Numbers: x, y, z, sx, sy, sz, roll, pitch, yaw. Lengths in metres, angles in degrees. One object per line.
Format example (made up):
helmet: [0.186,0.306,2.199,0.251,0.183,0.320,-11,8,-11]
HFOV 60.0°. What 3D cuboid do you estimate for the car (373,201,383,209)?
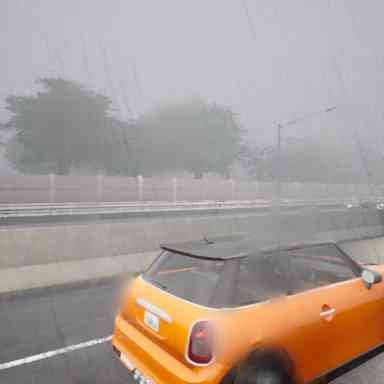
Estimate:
car: [22.625,1.608,37.107,4.718,1.301,1.895,0,0,-35]

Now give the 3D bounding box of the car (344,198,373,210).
car: [20.046,1.498,39.569,4.902,1.511,2.128,0,0,-35]

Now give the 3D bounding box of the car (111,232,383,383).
car: [1.310,1.352,4.675,4.553,1.767,2.097,0,0,-35]
